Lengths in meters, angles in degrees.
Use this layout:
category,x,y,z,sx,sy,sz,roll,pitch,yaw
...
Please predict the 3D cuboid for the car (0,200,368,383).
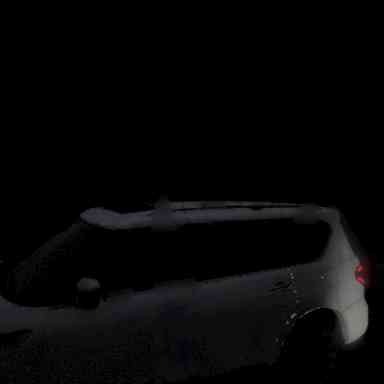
category,x,y,z,sx,sy,sz,roll,pitch,yaw
car,-0.520,1.139,3.721,5.566,2.045,2.150,0,1,-27
